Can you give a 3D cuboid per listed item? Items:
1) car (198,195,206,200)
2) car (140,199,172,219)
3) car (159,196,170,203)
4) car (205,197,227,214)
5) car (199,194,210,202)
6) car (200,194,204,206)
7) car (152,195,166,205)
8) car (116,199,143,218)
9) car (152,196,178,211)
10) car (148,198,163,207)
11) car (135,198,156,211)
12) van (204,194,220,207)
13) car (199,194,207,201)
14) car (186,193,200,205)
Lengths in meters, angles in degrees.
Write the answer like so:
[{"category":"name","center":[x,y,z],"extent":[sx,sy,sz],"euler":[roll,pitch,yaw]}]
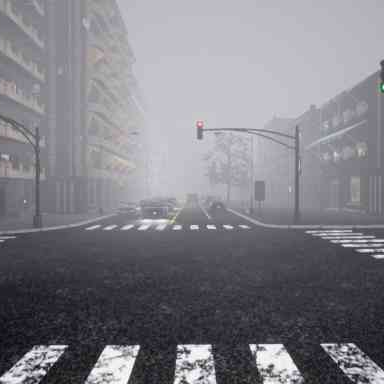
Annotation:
[{"category":"car","center":[2.715,1.496,91.010],"extent":[1.887,1.381,4.507],"euler":[0,0,0]},{"category":"car","center":[-3.100,1.556,29.311],"extent":[1.994,1.385,4.181],"euler":[0,0,-1]},{"category":"car","center":[-5.672,1.551,68.886],"extent":[1.802,1.307,4.206],"euler":[0,0,0]},{"category":"car","center":[2.698,1.555,35.675],"extent":[1.947,1.339,4.313],"euler":[0,0,0]},{"category":"car","center":[2.708,1.280,74.410],"extent":[2.192,1.841,5.009],"euler":[0,0,0]},{"category":"car","center":[2.702,1.420,52.276],"extent":[1.967,1.590,4.097],"euler":[0,0,0]},{"category":"car","center":[-5.677,1.417,57.819],"extent":[1.967,1.590,4.097],"euler":[0,0,0]},{"category":"car","center":[-5.684,1.542,30.151],"extent":[2.008,1.369,4.403],"euler":[0,0,0]},{"category":"car","center":[-3.087,1.535,38.659],"extent":[2.033,1.411,5.357],"euler":[0,0,0]},{"category":"car","center":[-5.677,1.562,52.286],"extent":[1.802,1.307,4.206],"euler":[0,0,0]},{"category":"car","center":[-5.680,1.531,41.218],"extent":[1.887,1.381,4.507],"euler":[0,0,0]},{"category":"van","center":[2.698,1.327,41.208],"extent":[1.690,1.788,3.998],"euler":[0,0,0]},{"category":"car","center":[2.712,1.396,85.476],"extent":[1.967,1.590,4.097],"euler":[0,0,0]},{"category":"car","center":[0.117,1.198,59.018],"extent":[2.150,2.045,5.566],"euler":[0,0,0]}]
